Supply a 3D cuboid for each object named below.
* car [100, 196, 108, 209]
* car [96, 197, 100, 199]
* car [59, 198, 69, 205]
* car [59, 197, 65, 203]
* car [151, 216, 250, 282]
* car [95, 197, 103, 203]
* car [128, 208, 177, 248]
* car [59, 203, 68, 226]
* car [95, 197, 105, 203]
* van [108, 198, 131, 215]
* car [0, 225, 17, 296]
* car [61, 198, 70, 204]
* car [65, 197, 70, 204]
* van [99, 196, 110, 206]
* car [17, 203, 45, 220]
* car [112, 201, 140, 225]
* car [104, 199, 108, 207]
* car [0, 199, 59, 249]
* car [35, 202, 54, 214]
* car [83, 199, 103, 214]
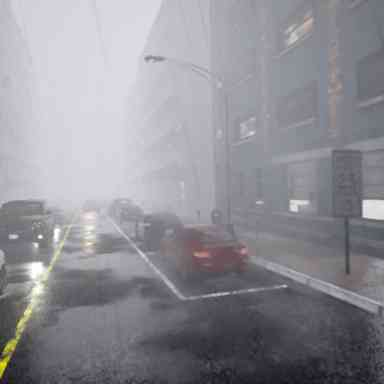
[{"bbox_3d":[-13.162,1.804,51.921,1.752,1.417,4.829,-2,0,-18],"label":"car"},{"bbox_3d":[-14.753,1.827,48.367,1.837,1.490,4.892,-1,0,-18],"label":"car"},{"bbox_3d":[-31.086,2.265,80.846,1.887,1.381,4.507,-2,0,-18],"label":"car"},{"bbox_3d":[-24.380,2.087,59.617,1.752,1.417,4.829,-2,0,-18],"label":"car"},{"bbox_3d":[0.204,1.563,9.626,1.802,1.307,4.206,-2,0,-18],"label":"car"},{"bbox_3d":[-24.758,2.103,88.625,2.008,1.369,4.403,-2,0,-18],"label":"car"},{"bbox_3d":[-1.460,1.583,14.893,1.947,1.339,4.313,-2,0,-18],"label":"car"},{"bbox_3d":[-10.727,1.807,25.068,1.994,1.385,4.181,-1,0,-17],"label":"car"},{"bbox_3d":[-23.094,2.063,83.359,2.008,1.369,4.403,-2,0,-18],"label":"car"},{"bbox_3d":[-6.460,1.468,30.692,1.690,1.788,3.998,-2,0,-18],"label":"van"},{"bbox_3d":[-4.728,1.638,6.066,1.812,1.442,4.674,-1,0,-18],"label":"car"},{"bbox_3d":[-32.751,2.305,86.113,1.887,1.381,4.507,-2,0,-18],"label":"car"},{"bbox_3d":[-29.421,2.246,75.579,1.947,1.339,4.313,-2,0,-18],"label":"car"},{"bbox_3d":[-16.445,1.696,62.292,1.690,1.788,3.998,-2,0,-18],"label":"van"},{"bbox_3d":[-16.110,1.916,33.446,1.887,1.381,4.507,-2,0,-18],"label":"car"},{"bbox_3d":[-4.789,1.635,25.426,1.887,1.381,4.507,-2,0,-18],"label":"car"},{"bbox_3d":[-8.117,1.730,35.960,1.947,1.339,4.313,-2,0,-18],"label":"car"},{"bbox_3d":[-7.729,1.398,15.490,2.150,2.045,5.566,-1,0,-18],"label":"car"},{"bbox_3d":[-19.437,2.029,43.979,1.802,1.307,4.206,-2,0,-18],"label":"car"},{"bbox_3d":[-11.785,1.856,39.004,1.895,1.301,4.718,-1,0,-18],"label":"car"}]
